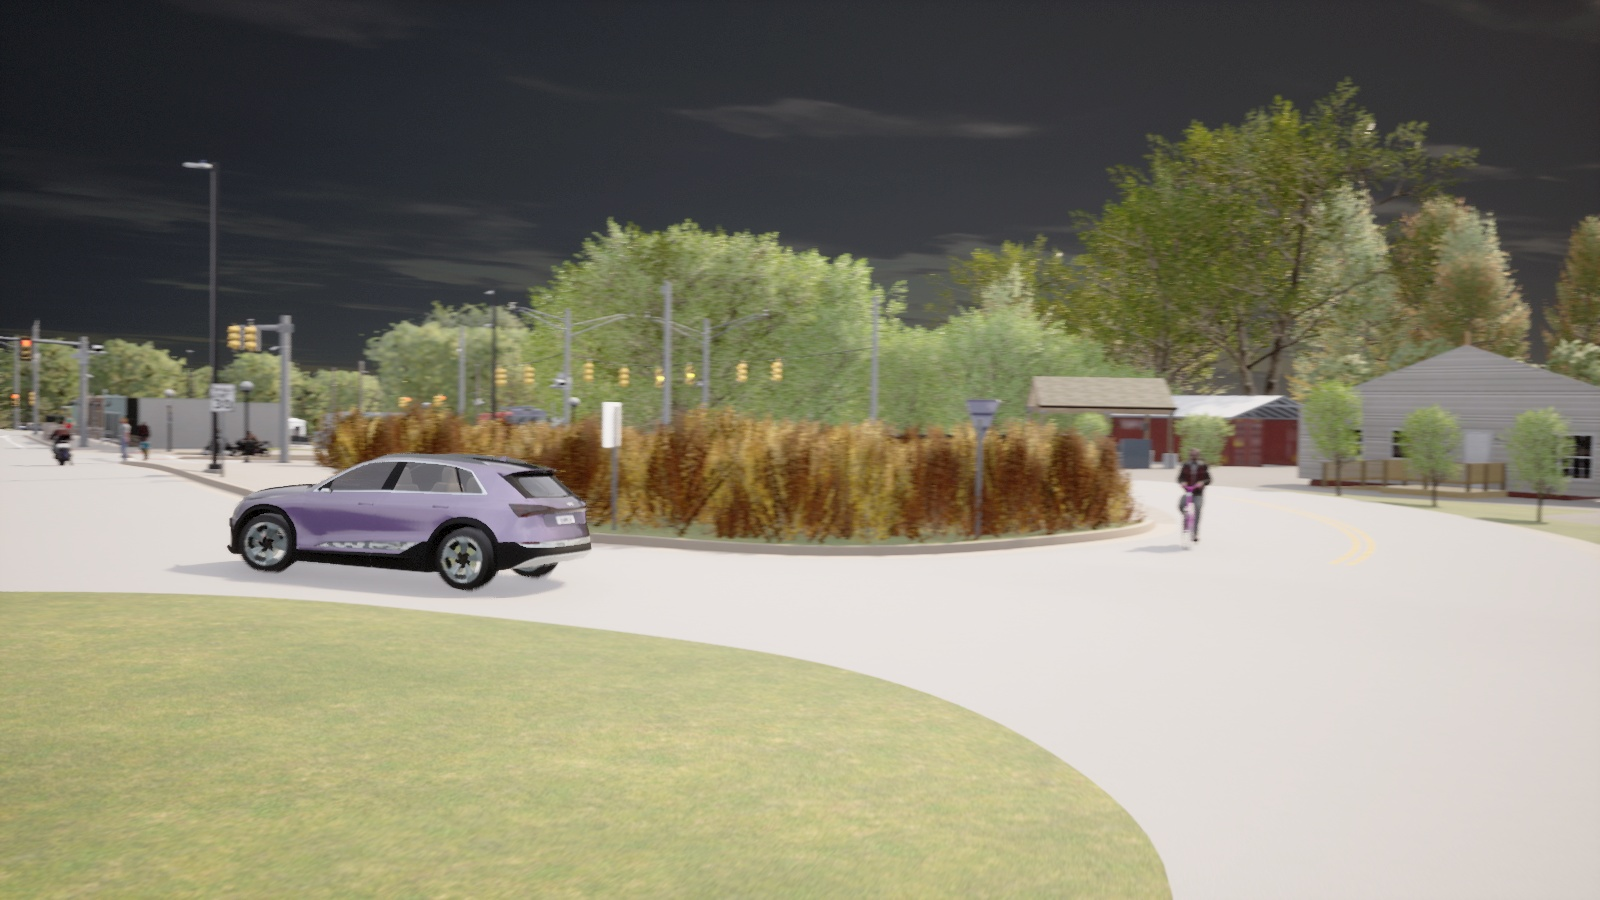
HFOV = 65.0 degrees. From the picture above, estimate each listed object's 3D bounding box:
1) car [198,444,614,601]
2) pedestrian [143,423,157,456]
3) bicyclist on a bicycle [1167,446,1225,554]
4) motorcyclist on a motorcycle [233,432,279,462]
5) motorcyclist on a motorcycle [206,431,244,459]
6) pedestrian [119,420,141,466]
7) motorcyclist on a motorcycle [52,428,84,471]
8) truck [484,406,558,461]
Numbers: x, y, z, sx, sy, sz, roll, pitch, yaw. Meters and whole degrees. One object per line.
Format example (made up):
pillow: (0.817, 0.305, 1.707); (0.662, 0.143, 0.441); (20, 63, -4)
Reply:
car: (-5.136, 0.856, 16.488); (4.856, 1.649, 2.033); (3, 0, 17)
pedestrian: (-37.476, -0.608, 72.357); (0.634, 1.844, 0.899); (0, 2, -32)
bicyclist on a bicycle: (6.854, 0.821, 21.691); (0.659, 1.776, 1.843); (1, 1, 26)
motorcyclist on a motorcycle: (-28.657, -0.169, 66.122); (2.044, 1.523, 0.797); (2, 1, -39)
motorcyclist on a motorcycle: (-33.035, -0.280, 72.149); (1.817, 1.590, 0.866); (2, 0, -31)
pedestrian: (-26.589, -0.284, 49.866); (0.706, 1.836, 0.354); (-1, 2, -39)
motorcyclist on a motorcycle: (-26.667, -0.019, 45.728); (0.866, 1.530, 2.191); (-1, 0, -33)
truck: (-20.616, -1.192, 92.454); (2.891, 3.827, 8.468); (-1, 1, -29)
